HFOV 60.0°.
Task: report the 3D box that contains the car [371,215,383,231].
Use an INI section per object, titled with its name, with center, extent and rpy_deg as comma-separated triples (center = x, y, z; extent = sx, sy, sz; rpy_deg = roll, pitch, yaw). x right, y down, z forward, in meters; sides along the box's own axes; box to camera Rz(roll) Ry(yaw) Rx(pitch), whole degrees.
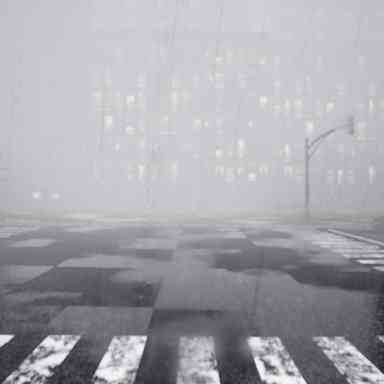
[car]
center = 13.082, 1.648, 19.403
extent = 4.892, 1.490, 1.837
rpy_deg = 1, 0, -1
